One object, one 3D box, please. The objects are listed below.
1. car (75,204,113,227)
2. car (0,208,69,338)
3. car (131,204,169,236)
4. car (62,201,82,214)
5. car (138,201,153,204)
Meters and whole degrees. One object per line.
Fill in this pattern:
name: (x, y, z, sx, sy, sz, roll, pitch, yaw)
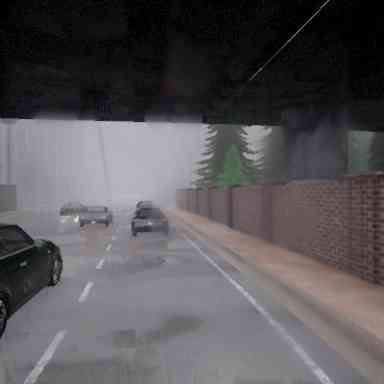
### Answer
car: (-6.664, 1.651, 23.507, 1.895, 1.301, 4.718, 0, 0, -9)
car: (-4.126, 1.383, 6.496, 2.097, 1.767, 4.553, 0, 0, -7)
car: (-2.398, 1.580, 18.865, 1.994, 1.385, 4.181, 0, 0, -9)
car: (-12.044, 1.655, 33.853, 1.994, 1.385, 4.181, 0, 0, -9)
car: (-4.608, 1.581, 32.739, 2.033, 1.411, 5.357, 0, 0, -9)
